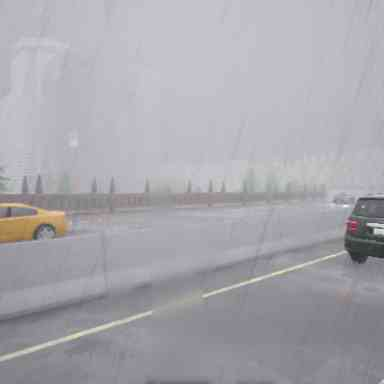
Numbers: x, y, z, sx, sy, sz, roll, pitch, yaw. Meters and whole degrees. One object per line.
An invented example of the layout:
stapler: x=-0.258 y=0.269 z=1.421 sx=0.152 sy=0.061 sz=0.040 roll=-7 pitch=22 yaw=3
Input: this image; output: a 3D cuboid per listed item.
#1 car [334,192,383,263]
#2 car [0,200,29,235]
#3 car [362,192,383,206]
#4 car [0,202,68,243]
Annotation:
car: x=6.697 y=1.078 z=10.204 sx=5.566 sy=2.045 sz=2.150 roll=0 pitch=2 yaw=-43
car: x=-10.038 y=1.140 z=13.993 sx=5.357 sy=1.411 sz=2.033 roll=0 pitch=2 yaw=-43
car: x=22.796 y=0.872 z=41.470 sx=1.882 sy=1.535 sz=5.008 roll=2 pitch=2 yaw=38
car: x=-7.087 y=1.145 z=11.959 sx=5.008 sy=1.535 sz=1.882 roll=0 pitch=2 yaw=-43
